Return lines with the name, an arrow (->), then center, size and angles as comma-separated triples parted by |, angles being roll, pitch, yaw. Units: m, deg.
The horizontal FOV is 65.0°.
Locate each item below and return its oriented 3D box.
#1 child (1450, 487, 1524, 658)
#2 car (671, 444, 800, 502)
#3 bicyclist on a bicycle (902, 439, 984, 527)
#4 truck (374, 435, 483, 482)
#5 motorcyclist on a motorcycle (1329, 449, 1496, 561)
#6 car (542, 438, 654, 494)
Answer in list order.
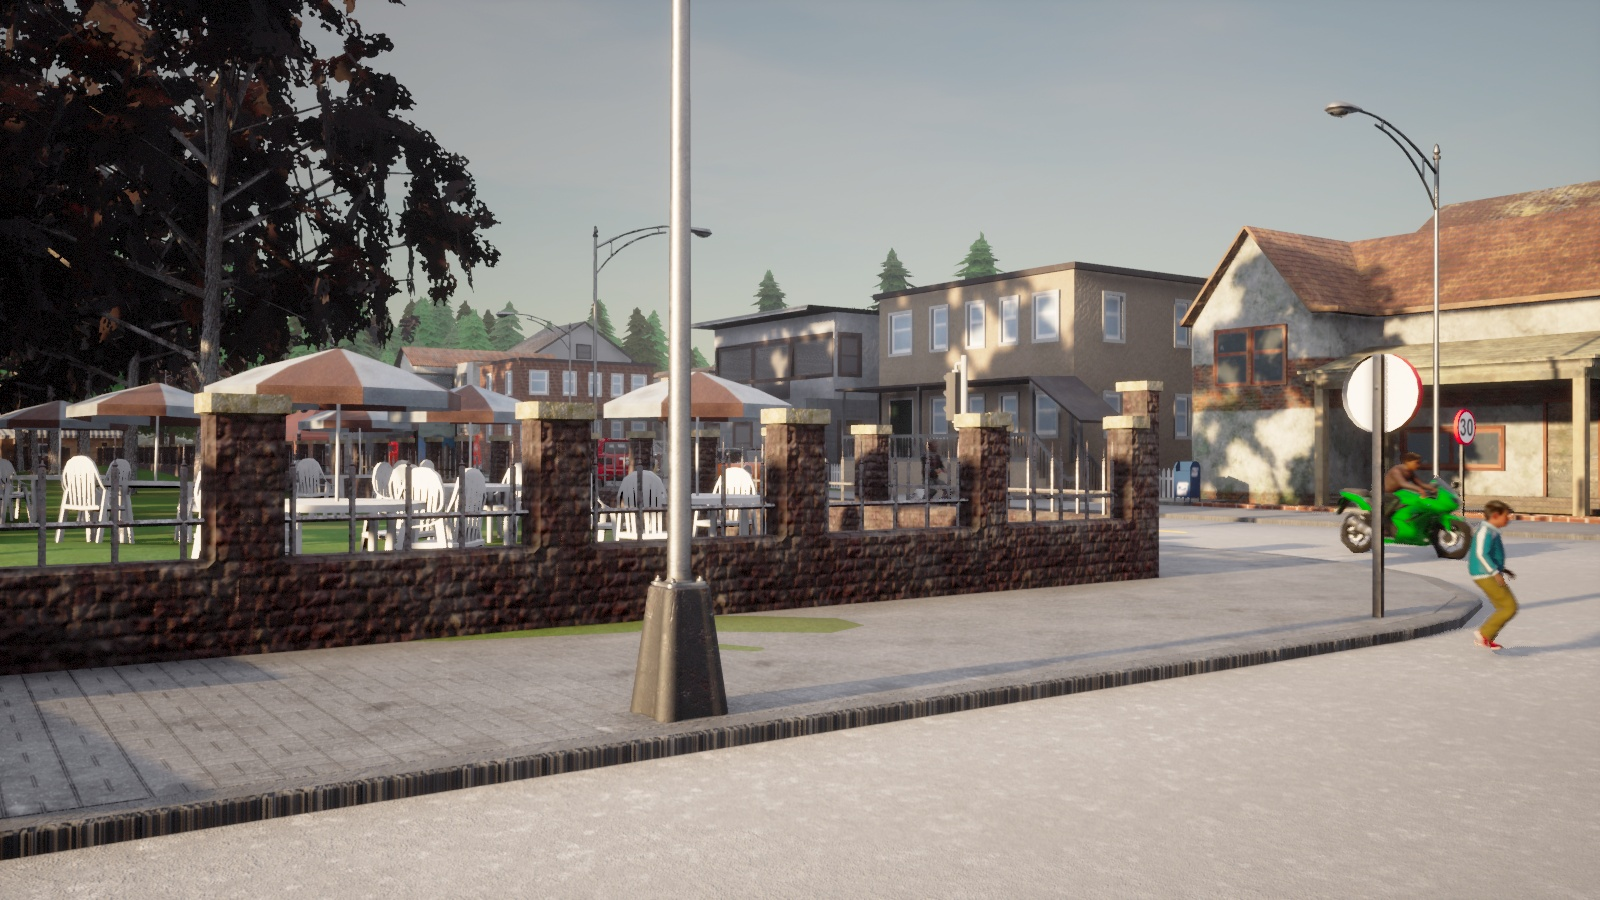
child -> 4.985, 0.868, 9.111 | 0.448, 1.192, 0.343 | 0, 0, 31
car -> -2.155, 0.708, 40.806 | 2.097, 1.767, 4.553 | 0, 0, -35
bicyclist on a bicycle -> 2.996, 0.674, 26.465 | 0.659, 1.776, 1.843 | 0, 0, -35
truck -> -20.876, 0.465, 70.706 | 5.204, 2.467, 2.627 | -1, 1, 4
motorcyclist on a motorcycle -> 8.811, 0.753, 18.152 | 0.797, 1.523, 2.044 | 0, 0, -35
car -> -7.976, 0.601, 49.126 | 2.150, 2.045, 5.566 | 0, 0, -35
